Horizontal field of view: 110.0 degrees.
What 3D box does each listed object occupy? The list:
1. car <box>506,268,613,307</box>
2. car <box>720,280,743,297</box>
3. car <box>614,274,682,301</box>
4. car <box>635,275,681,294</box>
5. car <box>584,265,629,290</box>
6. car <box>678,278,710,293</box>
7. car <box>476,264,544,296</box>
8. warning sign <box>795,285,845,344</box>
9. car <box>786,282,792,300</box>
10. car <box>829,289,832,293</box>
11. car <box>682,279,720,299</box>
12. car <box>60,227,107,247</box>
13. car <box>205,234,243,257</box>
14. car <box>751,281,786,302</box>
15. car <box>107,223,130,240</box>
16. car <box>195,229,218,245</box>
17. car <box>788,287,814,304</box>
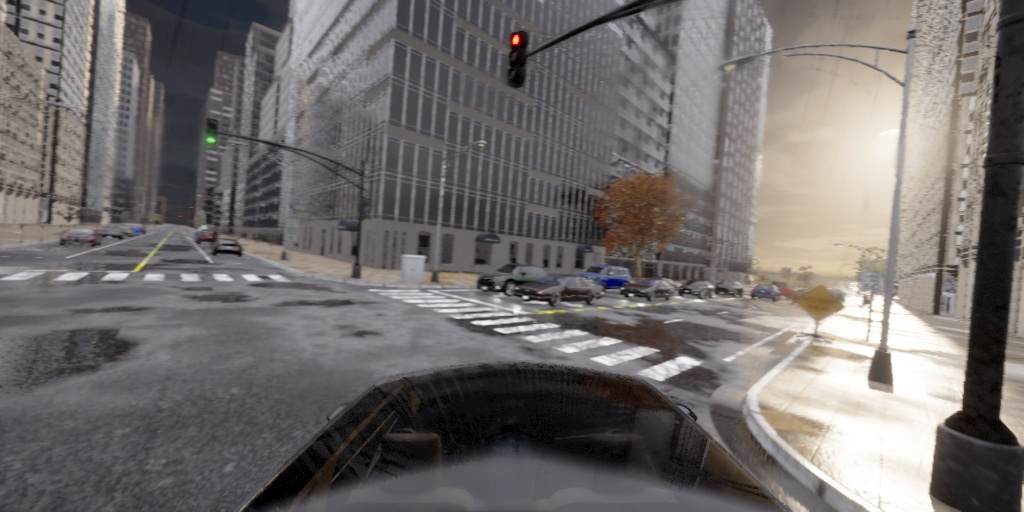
[{"bbox_3d":[2.488,1.609,17.619,2.033,1.411,5.357,5,0,45],"label":"car"},{"bbox_3d":[23.646,3.437,39.165,2.097,1.767,4.553,5,0,45],"label":"car"},{"bbox_3d":[9.514,2.281,24.803,2.033,1.411,5.357,5,0,45],"label":"car"},{"bbox_3d":[13.867,2.712,33.884,2.033,1.411,5.357,5,0,45],"label":"car"},{"bbox_3d":[6.746,1.703,26.580,2.150,2.045,5.566,5,0,45],"label":"car"},{"bbox_3d":[20.905,3.402,41.025,1.994,1.385,4.181,5,0,45],"label":"car"},{"bbox_3d":[0.207,1.208,19.910,2.097,1.767,4.553,5,0,44],"label":"car"},{"bbox_3d":[10.353,1.891,12.221,1.300,1.860,1.060,0,0,45],"label":"warning sign"},{"bbox_3d":[33.392,4.222,44.400,2.150,2.045,5.566,5,0,44],"label":"car"},{"bbox_3d":[35.648,4.555,42.080,2.097,1.767,4.553,5,0,44],"label":"car"},{"bbox_3d":[16.431,2.901,31.859,1.837,1.490,4.892,5,0,45],"label":"car"},{"bbox_3d":[-31.831,-1.440,26.549,1.802,1.307,4.207,0,0,-43],"label":"car"},{"bbox_3d":[-22.294,-0.711,27.929,1.948,1.339,4.313,0,0,-43],"label":"car"},{"bbox_3d":[26.530,3.699,37.326,2.097,1.767,4.553,5,0,44],"label":"car"},{"bbox_3d":[-43.114,-2.471,38.661,1.948,1.339,4.313,0,0,-43],"label":"car"},{"bbox_3d":[-37.372,-2.315,44.043,2.192,1.841,5.009,0,0,-43],"label":"car"},{"bbox_3d":[28.755,4.051,34.979,1.837,1.490,4.892,5,0,45],"label":"car"}]
